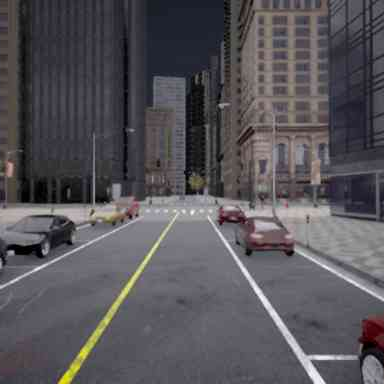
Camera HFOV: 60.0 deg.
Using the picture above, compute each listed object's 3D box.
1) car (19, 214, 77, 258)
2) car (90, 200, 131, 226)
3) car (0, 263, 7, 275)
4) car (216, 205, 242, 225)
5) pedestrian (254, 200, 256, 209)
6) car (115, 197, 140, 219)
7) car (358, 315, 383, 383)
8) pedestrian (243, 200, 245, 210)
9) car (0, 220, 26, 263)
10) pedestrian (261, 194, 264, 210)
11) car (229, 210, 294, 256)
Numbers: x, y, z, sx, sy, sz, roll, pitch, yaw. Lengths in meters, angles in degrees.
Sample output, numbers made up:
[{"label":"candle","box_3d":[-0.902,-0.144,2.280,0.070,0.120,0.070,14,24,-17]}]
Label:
[{"label":"car","box_3d":[-5.851,1.565,12.824,1.947,1.339,4.313,1,0,0]},{"label":"car","box_3d":[-5.851,1.538,23.572,1.752,1.417,4.829,0,0,0]},{"label":"car","box_3d":[-3.103,1.547,1.136,2.033,1.411,5.357,0,0,0]},{"label":"car","box_3d":[2.673,1.557,23.740,1.887,1.381,4.507,0,0,0]},{"label":"pedestrian","box_3d":[7.135,1.157,37.874,0.375,1.860,0.375,0,-1,0]},{"label":"car","box_3d":[-5.850,1.338,29.202,2.192,1.841,5.009,0,0,0]},{"label":"car","box_3d":[2.674,1.544,1.901,1.887,1.381,4.507,1,0,0]},{"label":"pedestrian","box_3d":[6.135,1.461,39.071,0.375,1.300,0.375,0,-1,0]},{"label":"car","box_3d":[-5.851,1.548,7.365,2.008,1.369,4.403,1,0,0]},{"label":"pedestrian","box_3d":[8.135,1.107,38.474,0.375,1.860,0.375,0,-1,0]},{"label":"car","box_3d":[2.673,1.581,12.820,1.802,1.307,4.206,0,0,0]}]
